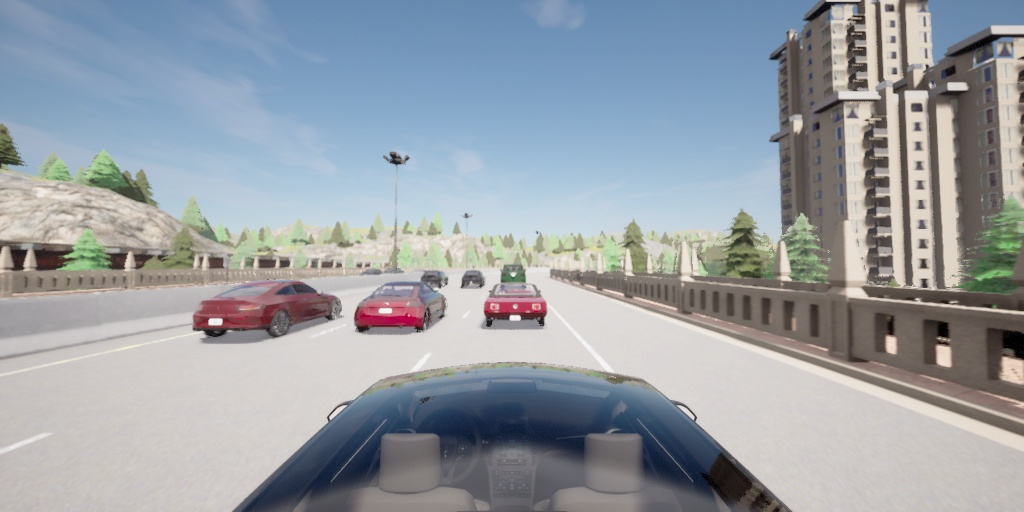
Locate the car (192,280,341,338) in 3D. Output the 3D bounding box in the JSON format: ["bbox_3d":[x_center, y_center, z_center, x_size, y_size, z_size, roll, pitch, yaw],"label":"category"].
[{"bbox_3d":[-6.899,1.431,10.646,1.812,1.442,4.674,0,-2,0],"label":"car"}]

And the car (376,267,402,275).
[{"bbox_3d":[-17.322,2.402,51.910,2.097,1.767,4.553,0,-2,3],"label":"car"}]

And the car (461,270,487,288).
[{"bbox_3d":[-3.396,2.007,32.173,1.837,1.490,4.892,0,-2,0],"label":"car"}]

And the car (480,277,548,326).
[{"bbox_3d":[0.102,1.561,12.584,1.895,1.301,4.718,0,-2,0],"label":"car"}]

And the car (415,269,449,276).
[{"bbox_3d":[-6.896,2.007,32.179,1.837,1.490,4.892,0,-2,0],"label":"car"}]

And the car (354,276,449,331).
[{"bbox_3d":[-3.400,1.497,11.639,1.994,1.385,4.181,0,-2,0],"label":"car"}]

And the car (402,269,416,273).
[{"bbox_3d":[-13.837,2.617,52.679,2.033,1.411,5.357,0,-2,3],"label":"car"}]

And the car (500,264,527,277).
[{"bbox_3d":[0.104,1.707,31.567,2.150,2.045,5.566,0,-2,0],"label":"car"}]

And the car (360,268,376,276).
[{"bbox_3d":[-20.770,2.594,53.240,1.837,1.490,4.892,0,-2,3],"label":"car"}]
